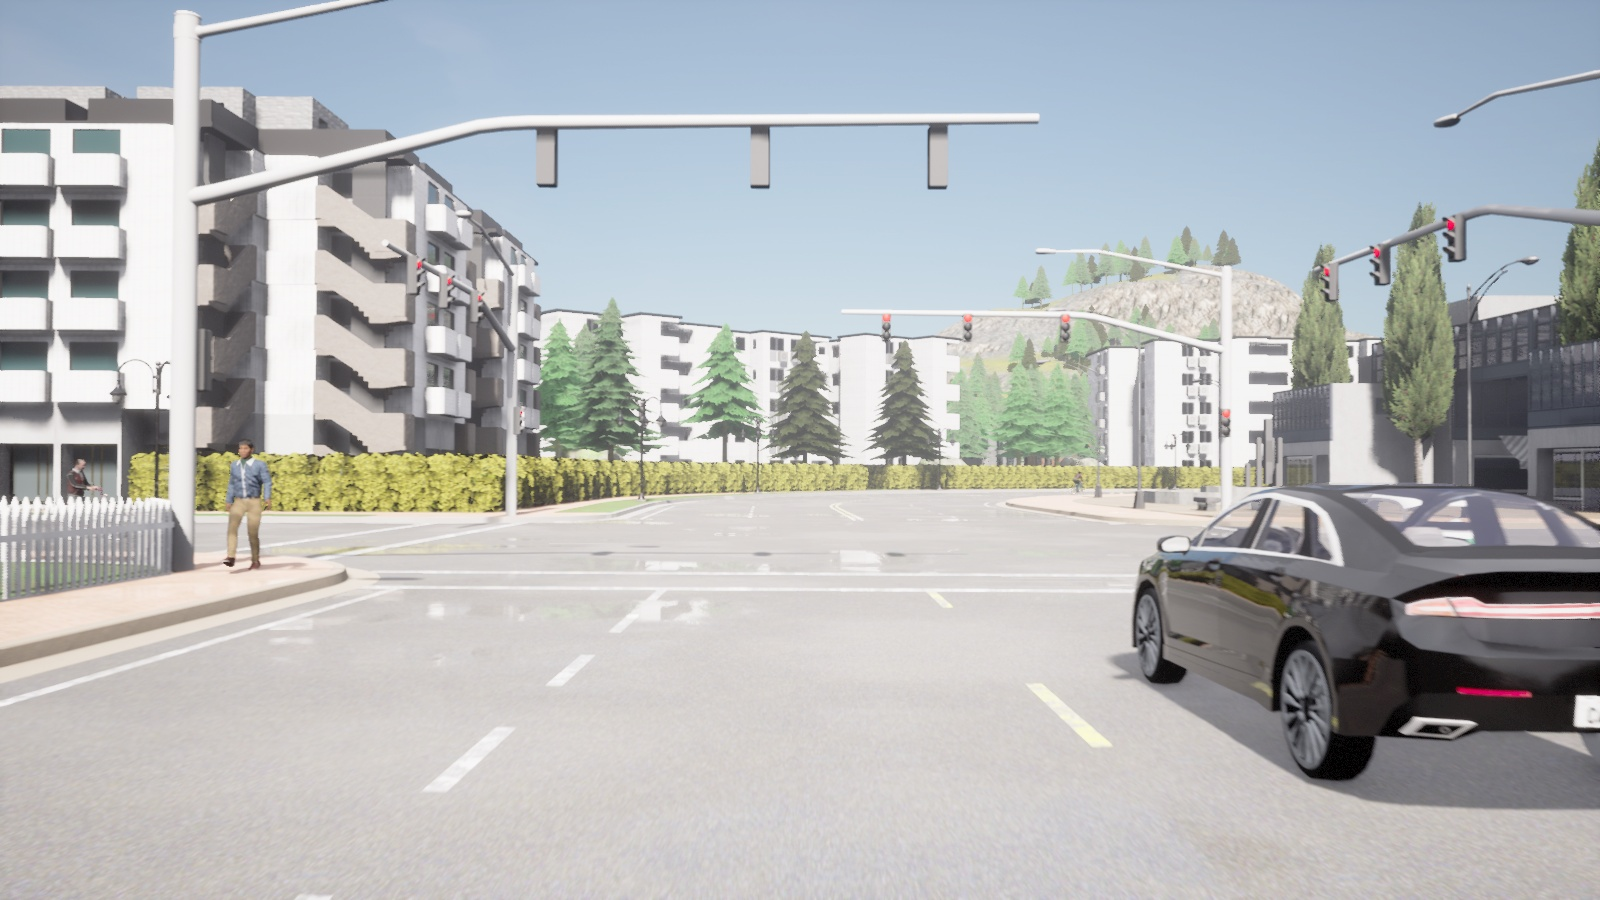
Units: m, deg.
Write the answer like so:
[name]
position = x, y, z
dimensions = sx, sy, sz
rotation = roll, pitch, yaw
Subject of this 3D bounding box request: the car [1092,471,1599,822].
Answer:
[car]
position = 3.482, 0.889, 7.895
dimensions = 2.128, 1.511, 4.902
rotation = 0, -1, 0

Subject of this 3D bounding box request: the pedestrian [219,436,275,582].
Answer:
[pedestrian]
position = -7.551, 0.791, 17.155
dimensions = 0.423, 1.949, 0.788
rotation = 0, -1, -1
